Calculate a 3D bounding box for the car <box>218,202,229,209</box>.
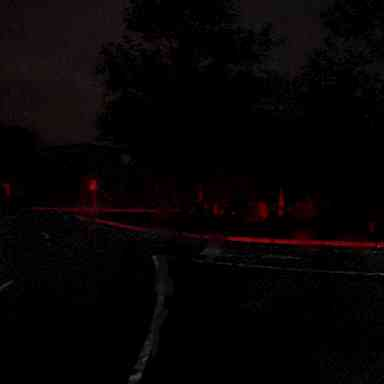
[{"bbox_3d":[8.875,3.689,93.925,2.435,2.045,5.566,1,-1,29],"label":"car"}]
